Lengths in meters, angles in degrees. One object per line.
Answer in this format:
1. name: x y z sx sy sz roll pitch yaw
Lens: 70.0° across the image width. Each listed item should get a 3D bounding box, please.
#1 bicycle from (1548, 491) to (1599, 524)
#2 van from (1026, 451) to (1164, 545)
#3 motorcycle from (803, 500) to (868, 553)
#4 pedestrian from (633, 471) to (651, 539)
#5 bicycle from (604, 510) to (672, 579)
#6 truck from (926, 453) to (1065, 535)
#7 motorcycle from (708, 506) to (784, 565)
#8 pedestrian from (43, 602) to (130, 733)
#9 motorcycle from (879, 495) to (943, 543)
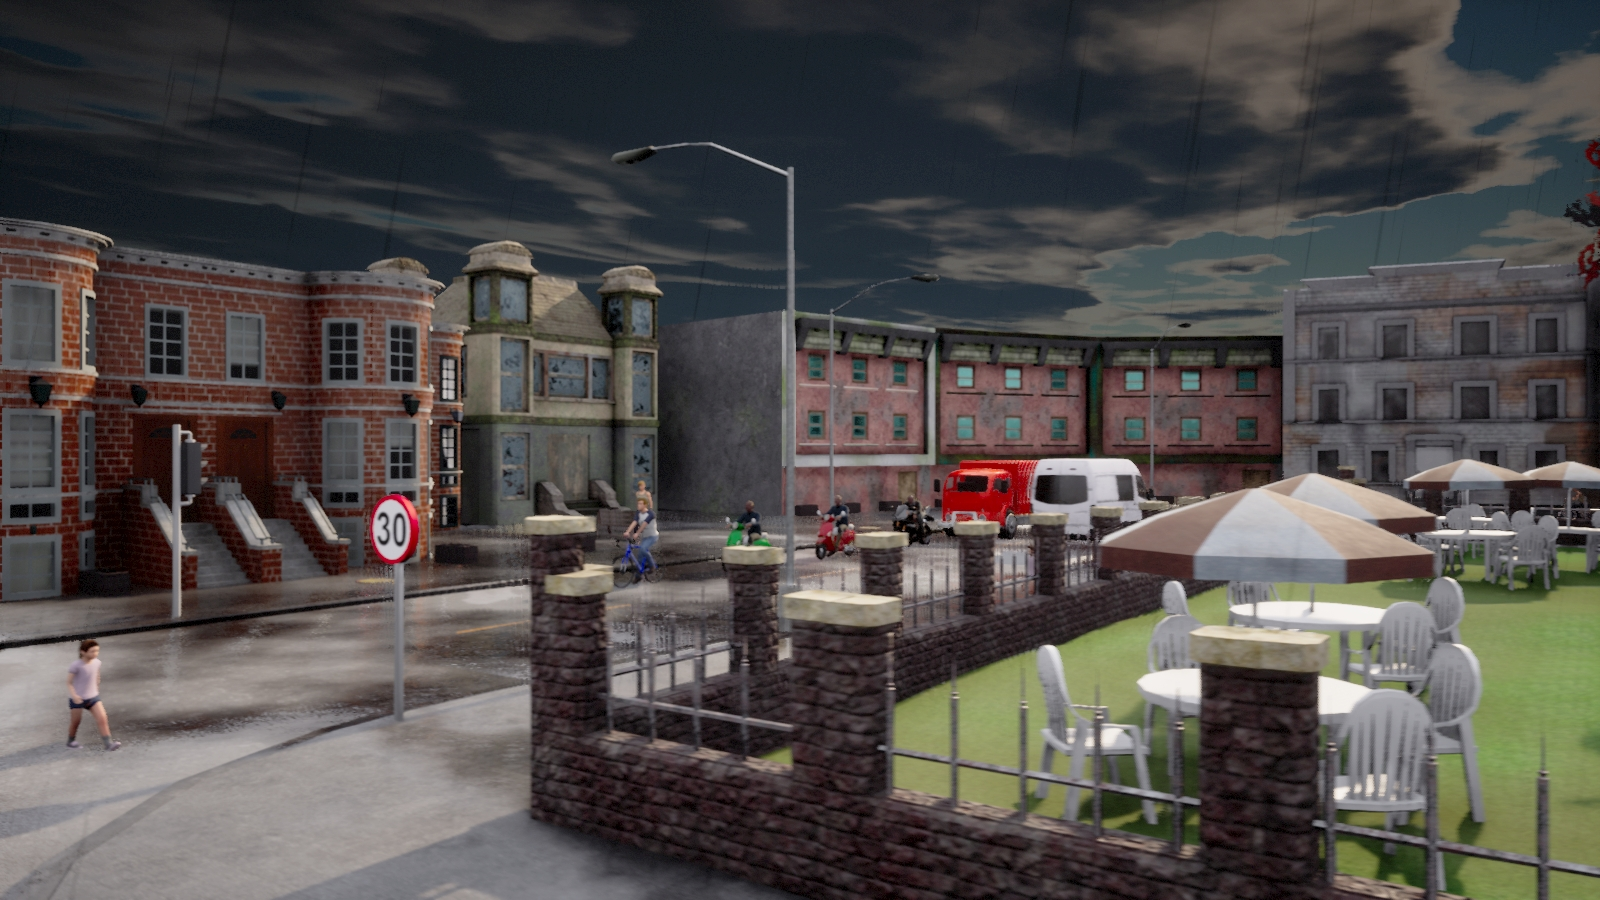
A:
1. bicycle: 27.377 2.036 40.462 1.487 1.080 0.859 0 0 34
2. van: 8.935 1.315 34.156 1.988 2.561 5.915 0 0 36
3. motorcycle: 0.933 1.962 29.693 0.856 1.236 1.805 0 0 35
4. pedestrian: -4.387 1.526 31.782 0.375 1.860 0.375 0 0 15
5. bicycle: -3.333 1.936 23.608 0.373 1.296 1.643 0 0 35
6. truck: 6.514 1.348 37.541 2.627 2.467 5.204 0 0 33
7. motorcycle: -1.241 1.962 26.596 0.856 1.236 1.805 0 0 35
8. pedestrian: -6.656 2.009 10.663 0.500 1.100 0.500 0 0 25
9. motorcycle: 3.234 1.985 33.088 0.867 1.251 2.209 0 0 35
